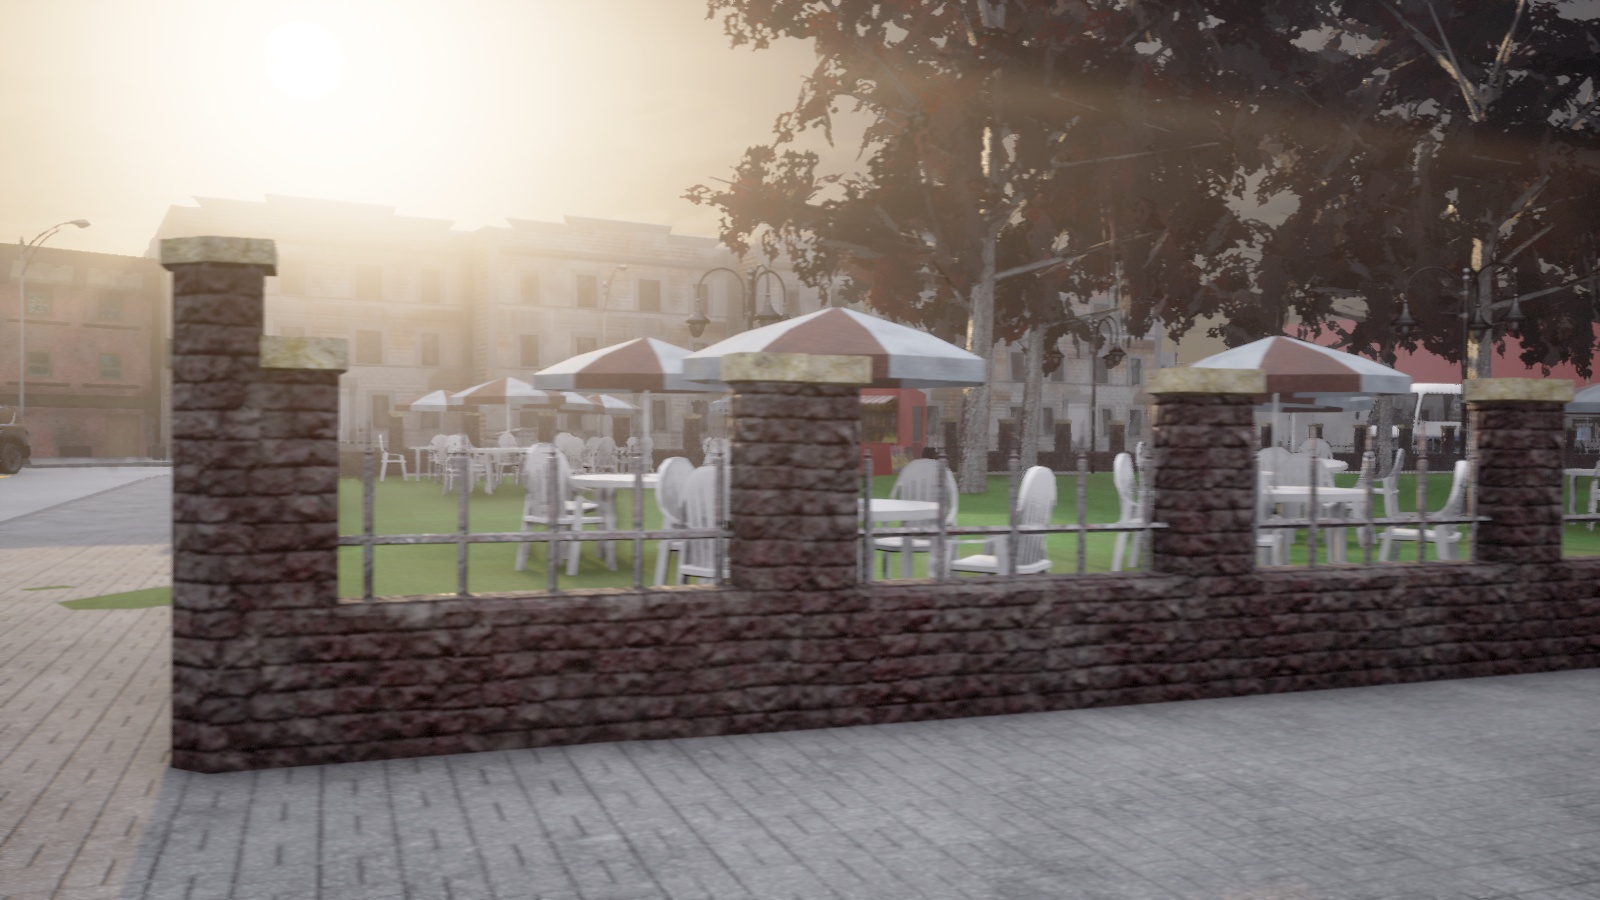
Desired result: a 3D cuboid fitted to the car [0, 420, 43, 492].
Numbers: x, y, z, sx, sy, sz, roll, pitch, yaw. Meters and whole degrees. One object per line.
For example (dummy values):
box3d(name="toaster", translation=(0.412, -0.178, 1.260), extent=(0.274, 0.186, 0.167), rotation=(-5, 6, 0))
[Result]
box3d(name="car", translation=(-23.523, 0.196, 34.470), extent=(2.150, 2.045, 5.566), rotation=(-1, 1, -1))

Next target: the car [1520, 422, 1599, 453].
box3d(name="car", translation=(38.331, -0.644, 62.329), extent=(4.892, 1.490, 1.837), rotation=(-1, 1, -21))

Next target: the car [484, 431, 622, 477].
box3d(name="car", translation=(-8.776, 0.097, 44.553), extent=(4.514, 1.525, 2.007), rotation=(-1, 1, -21))

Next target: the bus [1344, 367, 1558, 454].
box3d(name="bus", translation=(33.620, -2.016, 64.811), extent=(10.273, 4.253, 3.944), rotation=(-1, 1, -21))
